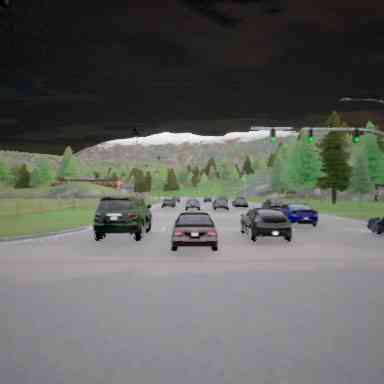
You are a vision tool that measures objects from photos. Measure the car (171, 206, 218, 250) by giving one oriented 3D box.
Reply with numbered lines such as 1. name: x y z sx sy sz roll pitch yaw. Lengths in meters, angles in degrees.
1. car: 0.099 1.558 14.375 2.033 1.411 5.357 0 0 0

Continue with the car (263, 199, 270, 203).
1. car: 10.595 1.581 43.725 2.033 1.411 5.357 0 0 0

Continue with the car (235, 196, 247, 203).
1. car: 10.489 1.555 71.363 1.837 1.490 4.892 0 0 0

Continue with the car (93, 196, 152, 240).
1. car: -3.400 1.235 17.176 2.150 2.045 5.566 0 0 0

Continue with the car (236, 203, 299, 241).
1. car: 3.598 1.518 16.756 1.837 1.490 4.892 0 0 0

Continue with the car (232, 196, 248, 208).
1. car: 7.092 1.601 49.452 1.994 1.385 4.181 0 0 0

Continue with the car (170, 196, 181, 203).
1. car: -3.511 1.581 72.840 2.128 1.511 4.902 0 0 0

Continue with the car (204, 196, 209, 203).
1. car: 3.489 1.580 72.895 1.812 1.442 4.674 0 0 0

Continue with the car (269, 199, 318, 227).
1. car: 7.098 1.495 23.147 1.882 1.535 5.008 0 0 0

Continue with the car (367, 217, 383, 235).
1. car: 10.598 1.560 15.982 2.033 1.411 5.357 0 0 0

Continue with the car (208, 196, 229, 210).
1. car: 3.595 1.580 43.074 2.033 1.411 5.357 0 0 0

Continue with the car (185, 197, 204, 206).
1. car: 0.094 1.580 43.007 2.033 1.411 5.357 0 0 0

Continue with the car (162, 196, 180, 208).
1. car: -3.407 1.529 50.164 2.128 1.511 4.902 0 0 0

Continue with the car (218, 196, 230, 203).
1. car: 6.989 1.581 73.050 2.128 1.511 4.902 0 0 0

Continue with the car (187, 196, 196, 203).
1. car: -0.011 1.651 72.680 1.895 1.301 4.718 0 0 0
